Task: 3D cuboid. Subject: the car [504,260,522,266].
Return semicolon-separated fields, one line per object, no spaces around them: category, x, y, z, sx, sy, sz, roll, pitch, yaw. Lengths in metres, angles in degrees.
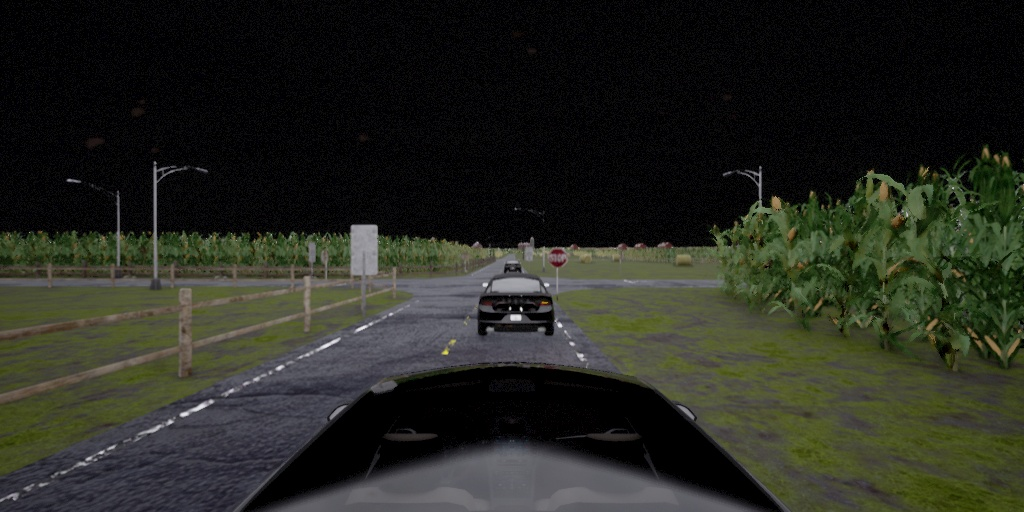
car;0.080;1.176;41.493;1.882;1.535;5.008;0;0;0

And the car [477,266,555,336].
car;0.116;1.222;10.460;1.882;1.535;5.008;0;0;1
